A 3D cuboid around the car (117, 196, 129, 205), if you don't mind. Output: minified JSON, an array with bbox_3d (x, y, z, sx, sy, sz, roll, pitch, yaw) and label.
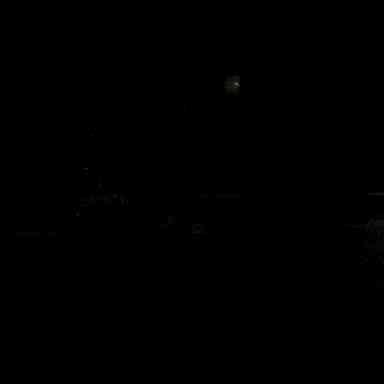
[{"bbox_3d":[-10.545,1.155,46.661,1.895,1.301,4.718,1,0,-35],"label":"car"}]

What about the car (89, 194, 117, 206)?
[{"bbox_3d":[-11.749,1.050,42.706,1.812,1.442,4.674,1,0,-35],"label":"car"}]
